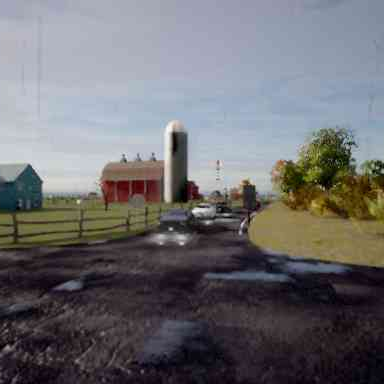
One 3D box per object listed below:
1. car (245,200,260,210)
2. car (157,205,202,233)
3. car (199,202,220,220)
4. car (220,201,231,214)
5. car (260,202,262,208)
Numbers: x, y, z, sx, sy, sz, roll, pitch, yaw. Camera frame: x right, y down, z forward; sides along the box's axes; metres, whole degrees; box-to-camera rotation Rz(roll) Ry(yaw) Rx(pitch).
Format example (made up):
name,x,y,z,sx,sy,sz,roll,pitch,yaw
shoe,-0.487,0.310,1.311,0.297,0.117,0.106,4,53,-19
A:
name,x,y,z,sx,sy,sz,roll,pitch,yaw
car,9.711,2.210,54.612,1.812,1.442,4.674,0,-1,15
car,-0.861,1.819,22.281,2.033,1.411,5.357,0,-1,9
car,1.246,1.930,33.184,1.812,1.442,4.674,0,-1,13
car,4.092,2.050,44.480,1.837,1.490,4.892,0,-1,15
car,12.272,2.325,64.286,1.837,1.490,4.892,0,-1,15
